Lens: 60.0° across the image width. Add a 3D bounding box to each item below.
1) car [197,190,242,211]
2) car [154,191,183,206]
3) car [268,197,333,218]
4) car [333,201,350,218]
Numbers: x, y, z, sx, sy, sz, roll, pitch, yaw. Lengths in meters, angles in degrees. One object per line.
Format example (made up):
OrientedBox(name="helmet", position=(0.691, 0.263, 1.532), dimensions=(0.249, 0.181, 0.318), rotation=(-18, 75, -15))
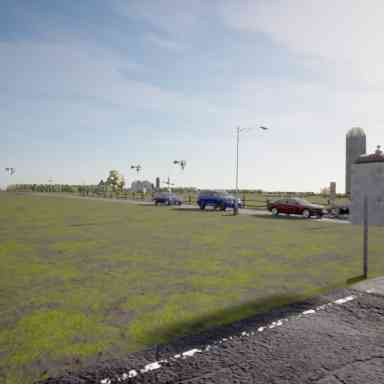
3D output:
OrientedBox(name="car", position=(2.775, 0.837, 35.186), dimensions=(2.150, 2.045, 5.566), rotation=(1, 0, -36))
OrientedBox(name="car", position=(-3.127, 0.827, 43.304), dimensions=(2.097, 1.767, 4.553), rotation=(1, 0, -36))
OrientedBox(name="car", position=(8.526, 1.234, 27.275), dimensions=(1.882, 1.535, 5.008), rotation=(1, 0, -36))
OrientedBox(name="car", position=(13.069, 1.349, 26.041), dimensions=(2.128, 1.511, 4.902), rotation=(1, 0, -36))
